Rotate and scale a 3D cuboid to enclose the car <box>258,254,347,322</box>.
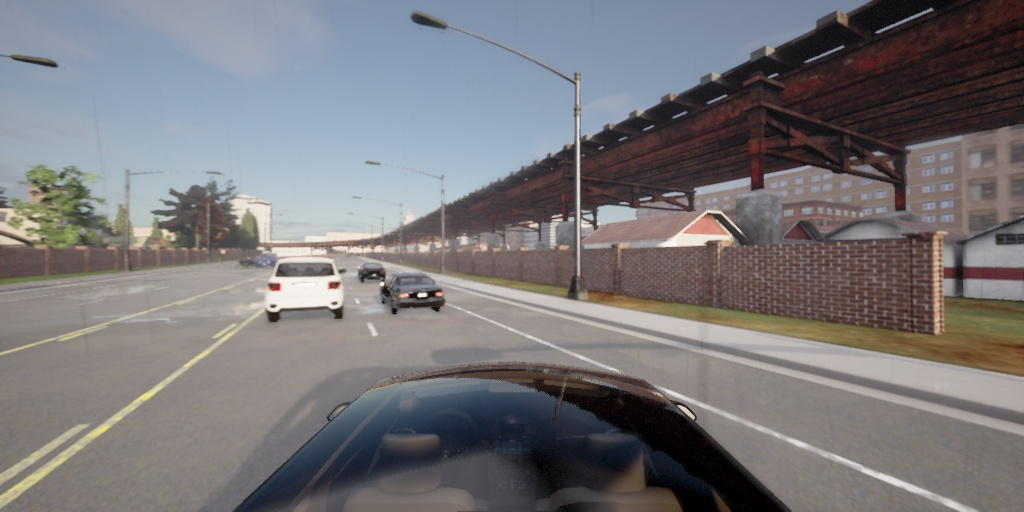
[{"bbox_3d":[-7.346,1.055,13.087,2.150,2.045,5.566,0,0,-26],"label":"car"}]

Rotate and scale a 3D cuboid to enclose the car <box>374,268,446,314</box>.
[{"bbox_3d":[-4.184,1.395,14.584,2.033,1.411,5.357,0,0,-26],"label":"car"}]

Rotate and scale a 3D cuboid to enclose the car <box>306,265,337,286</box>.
[{"bbox_3d":[-14.284,1.387,27.109,1.895,1.301,4.718,0,0,-26],"label":"car"}]

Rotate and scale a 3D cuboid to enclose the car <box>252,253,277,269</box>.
[{"bbox_3d":[-32.332,0.619,47.578,2.150,2.045,5.566,0,1,-26],"label":"car"}]

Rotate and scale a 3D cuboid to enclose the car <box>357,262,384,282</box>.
[{"bbox_3d":[-11.569,1.271,29.534,1.882,1.535,5.008,0,1,-26],"label":"car"}]
